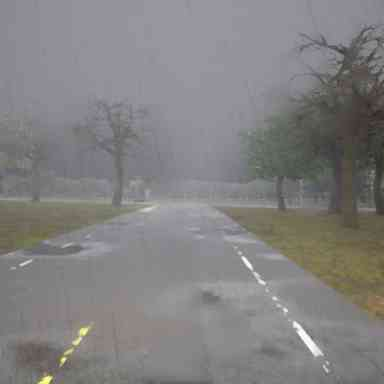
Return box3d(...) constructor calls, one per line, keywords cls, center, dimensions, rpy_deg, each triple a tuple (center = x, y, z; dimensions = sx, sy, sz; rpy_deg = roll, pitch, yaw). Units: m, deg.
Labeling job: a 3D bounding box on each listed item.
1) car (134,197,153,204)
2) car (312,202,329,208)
box3d(cls="car", center=(-11.961, 2.051, 81.556), dimensions=(4.674, 1.442, 1.812), rpy_deg=(2, 0, 0))
box3d(cls="car", center=(34.098, 3.400, 88.324), dimensions=(4.181, 1.385, 1.994), rpy_deg=(2, 0, 0))
